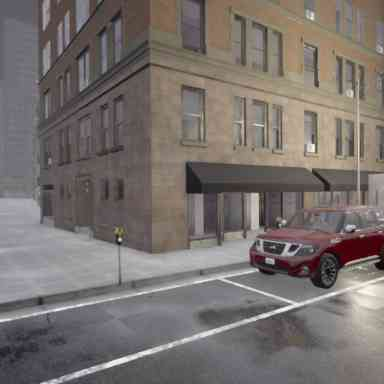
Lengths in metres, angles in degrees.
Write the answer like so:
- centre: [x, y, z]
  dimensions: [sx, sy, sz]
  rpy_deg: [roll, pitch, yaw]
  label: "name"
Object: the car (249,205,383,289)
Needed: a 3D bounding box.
- centre: [3.884, 1.313, 9.325]
  dimensions: [5.009, 1.841, 2.192]
  rpy_deg: [0, -1, -36]
  label: "car"
